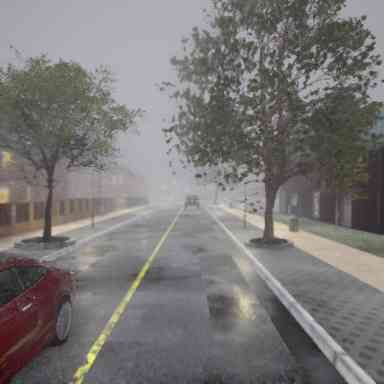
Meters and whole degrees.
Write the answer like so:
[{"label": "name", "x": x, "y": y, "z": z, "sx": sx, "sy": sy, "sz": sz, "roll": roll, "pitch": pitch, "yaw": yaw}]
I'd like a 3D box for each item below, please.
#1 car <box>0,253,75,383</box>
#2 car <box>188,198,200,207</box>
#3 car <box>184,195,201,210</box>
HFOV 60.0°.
[{"label": "car", "x": -2.810, "y": 1.524, "z": 3.658, "sx": 1.812, "sy": 1.442, "sz": 4.674, "roll": 0, "pitch": 0, "yaw": 1}, {"label": "car", "x": 0.396, "y": 1.733, "z": 57.128, "sx": 1.837, "sy": 1.490, "sz": 4.892, "roll": 0, "pitch": -1, "yaw": 4}, {"label": "car", "x": 0.033, "y": 1.372, "z": 46.725, "sx": 2.150, "sy": 2.045, "sz": 5.566, "roll": 0, "pitch": 0, "yaw": 1}]
